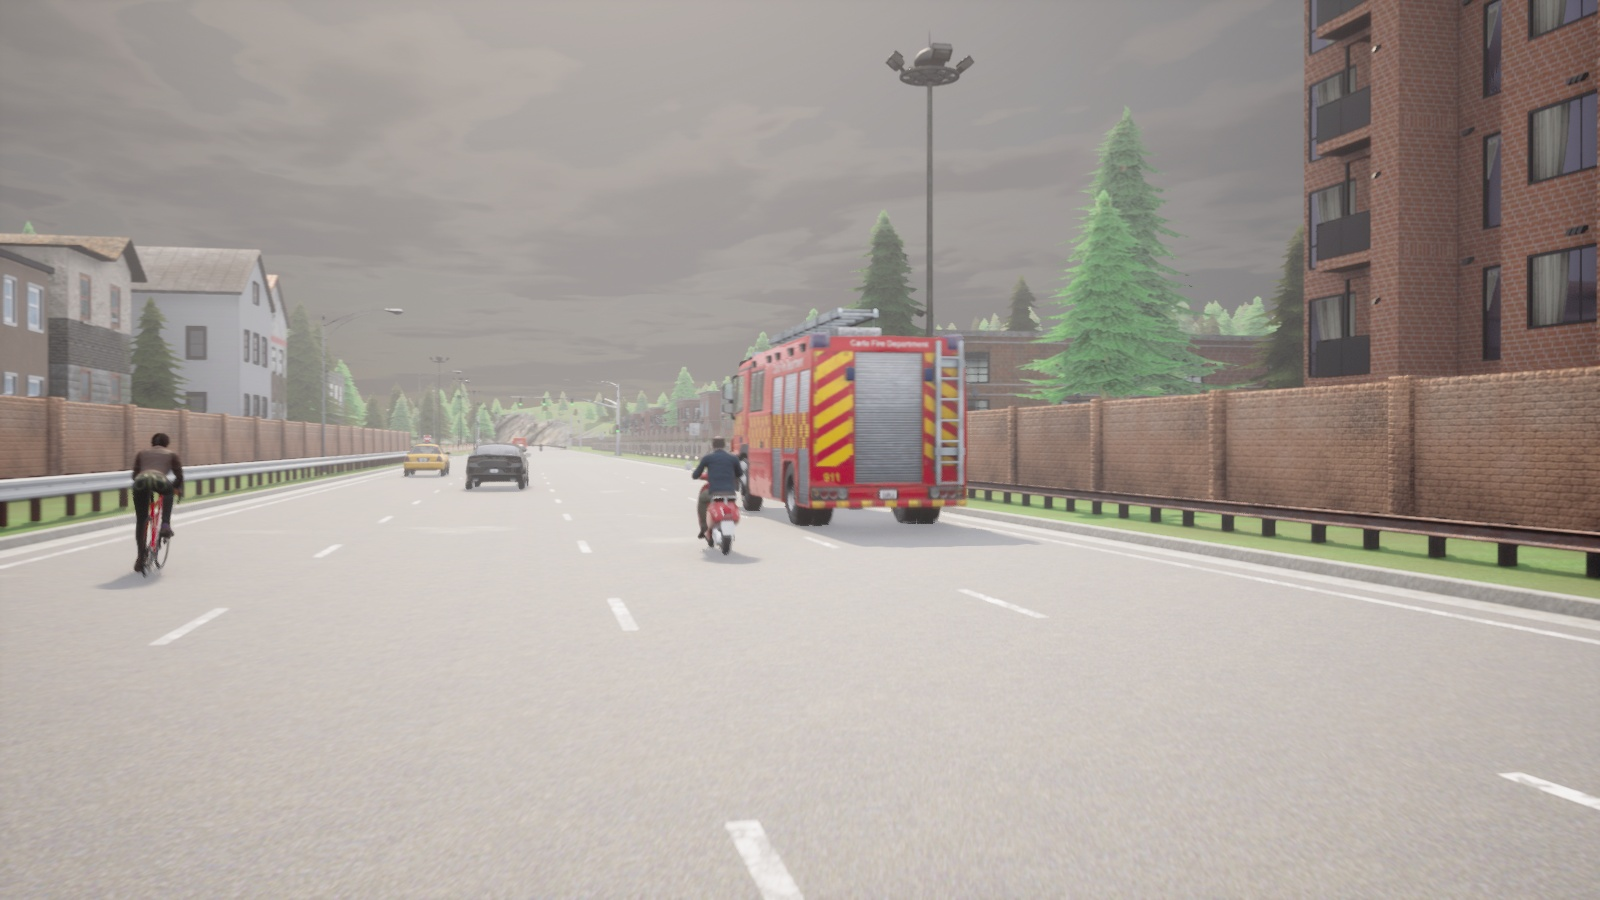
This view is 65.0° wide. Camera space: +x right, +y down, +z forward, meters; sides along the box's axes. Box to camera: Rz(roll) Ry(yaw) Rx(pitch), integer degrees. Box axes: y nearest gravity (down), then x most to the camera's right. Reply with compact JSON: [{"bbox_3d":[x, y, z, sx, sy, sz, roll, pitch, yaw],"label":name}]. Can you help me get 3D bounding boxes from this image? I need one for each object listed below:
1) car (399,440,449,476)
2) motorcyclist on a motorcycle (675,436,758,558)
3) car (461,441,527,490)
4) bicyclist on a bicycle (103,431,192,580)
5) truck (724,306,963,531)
[{"bbox_3d":[-17.310,0.348,58.005,1.801,1.575,5.366,0,0,-12],"label":"car"},{"bbox_3d":[-1.170,0.603,17.222,0.866,1.590,1.817,0,0,-12],"label":"motorcyclist on a motorcycle"},{"bbox_3d":[-10.244,0.480,42.360,1.882,1.535,5.008,0,0,-11],"label":"car"},{"bbox_3d":[-7.490,0.612,14.477,0.582,1.620,1.656,2,-1,-18],"label":"bicyclist on a bicycle"},{"bbox_3d":[0.523,-0.561,25.811,2.891,3.827,8.468,0,0,-12],"label":"truck"}]
